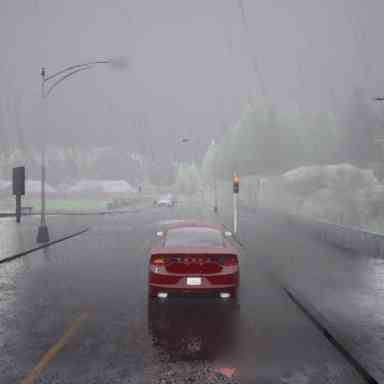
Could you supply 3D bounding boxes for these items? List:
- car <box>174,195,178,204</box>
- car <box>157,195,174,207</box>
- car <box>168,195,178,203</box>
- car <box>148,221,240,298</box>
[{"bbox_3d":[-4.123,1.526,60.699,1.812,1.442,4.674,0,0,1],"label":"car"},{"bbox_3d":[-4.130,1.526,50.781,1.812,1.442,4.674,0,0,0],"label":"car"},{"bbox_3d":[-4.050,1.500,70.865,1.837,1.490,4.892,0,0,0],"label":"car"},{"bbox_3d":[0.053,1.478,8.550,1.882,1.535,5.008,0,0,0],"label":"car"}]
